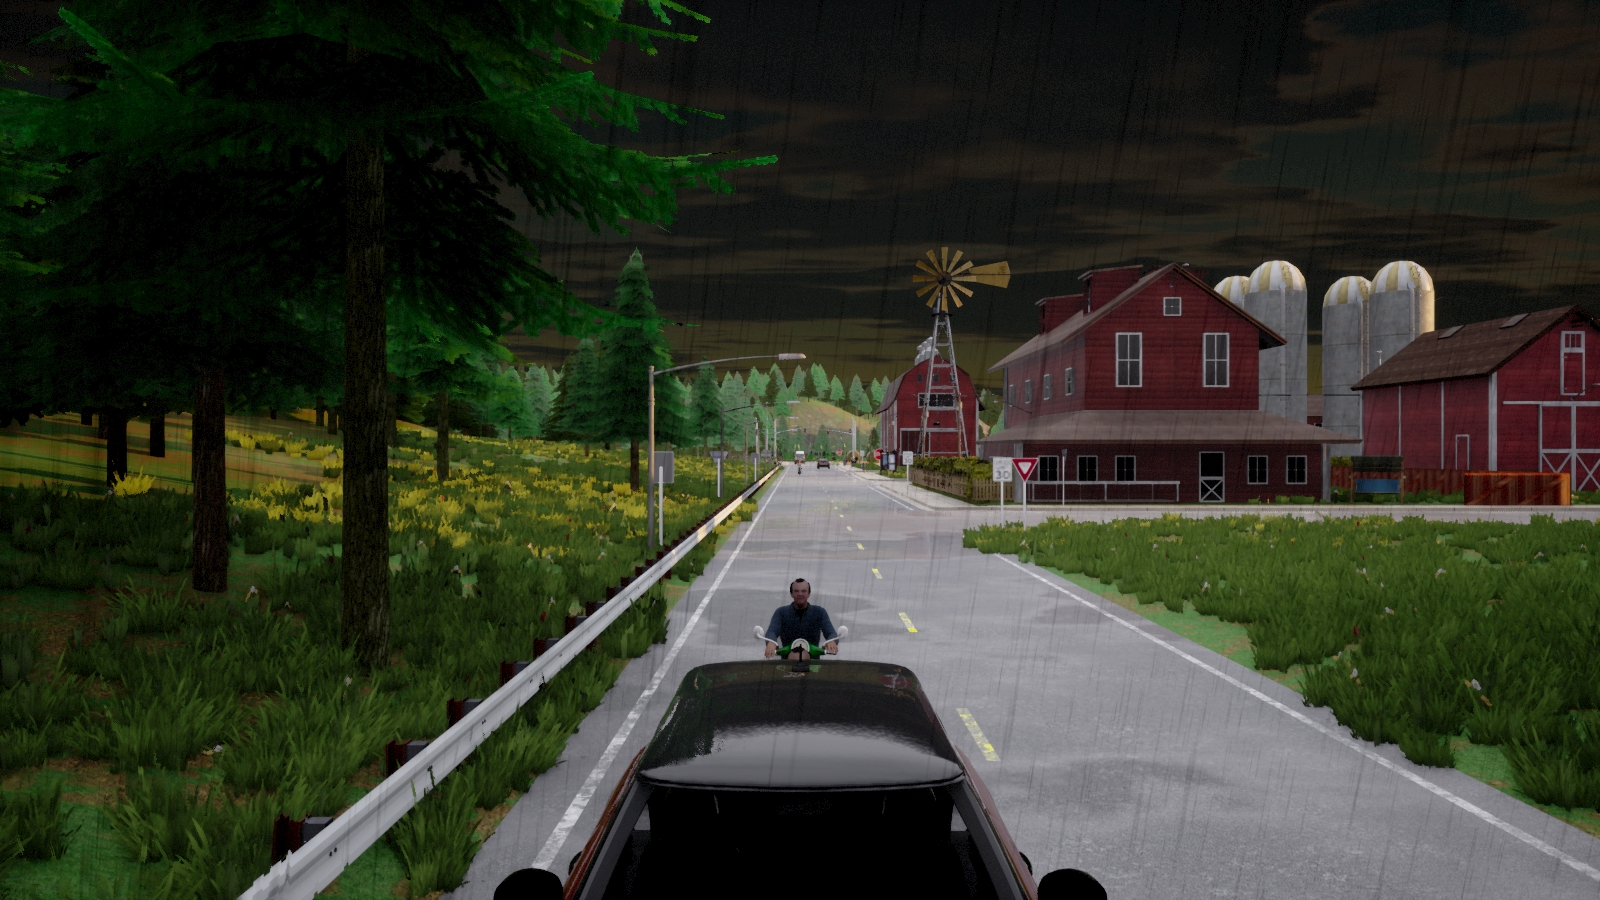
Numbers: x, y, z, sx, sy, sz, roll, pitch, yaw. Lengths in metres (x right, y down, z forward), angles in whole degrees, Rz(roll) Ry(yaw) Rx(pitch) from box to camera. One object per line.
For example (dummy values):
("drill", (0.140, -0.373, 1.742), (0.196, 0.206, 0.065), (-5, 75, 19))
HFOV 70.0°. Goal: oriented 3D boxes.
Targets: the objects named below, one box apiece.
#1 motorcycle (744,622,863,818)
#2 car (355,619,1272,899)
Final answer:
("motorcycle", (0.026, 2.229, 9.842), (0.867, 1.251, 2.209), (-2, -3, 0))
("car", (0.032, 1.899, 4.503), (2.097, 1.767, 4.553), (0, 0, 0))
